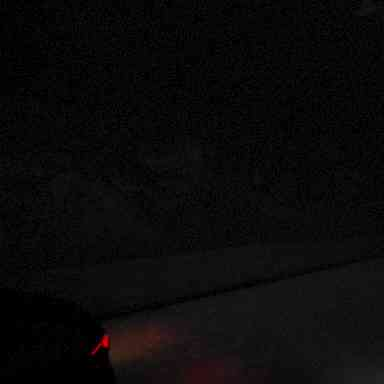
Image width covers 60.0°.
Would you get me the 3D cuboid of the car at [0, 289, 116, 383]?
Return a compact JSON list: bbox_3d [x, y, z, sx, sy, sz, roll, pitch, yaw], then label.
[{"bbox_3d":[-2.766,1.563,2.618,4.181,1.385,1.994,0,0,-35],"label":"car"}]
